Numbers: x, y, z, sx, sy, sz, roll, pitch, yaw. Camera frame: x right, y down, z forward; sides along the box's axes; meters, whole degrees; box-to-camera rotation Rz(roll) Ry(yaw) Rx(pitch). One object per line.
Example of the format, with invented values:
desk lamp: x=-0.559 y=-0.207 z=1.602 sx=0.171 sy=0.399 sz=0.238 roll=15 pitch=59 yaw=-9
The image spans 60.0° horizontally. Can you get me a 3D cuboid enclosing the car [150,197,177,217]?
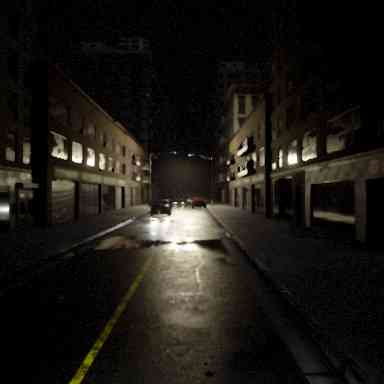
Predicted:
car: x=-2.849 y=1.490 z=31.360 sx=2.128 sy=1.511 sz=4.902 roll=0 pitch=0 yaw=0

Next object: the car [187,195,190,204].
car: x=-0.006 y=1.617 z=63.125 sx=1.895 sy=1.301 sz=4.718 roll=0 pitch=0 yaw=0

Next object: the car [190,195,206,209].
car: x=0.958 y=1.482 z=45.360 sx=1.882 sy=1.535 sz=5.008 roll=0 pitch=0 yaw=0

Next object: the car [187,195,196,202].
car: x=-0.008 y=1.515 z=80.955 sx=2.128 sy=1.511 sz=4.902 roll=0 pitch=0 yaw=0

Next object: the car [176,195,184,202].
car: x=-2.757 y=1.418 z=72.386 sx=1.837 sy=1.490 sz=4.892 roll=0 pitch=0 yaw=0
